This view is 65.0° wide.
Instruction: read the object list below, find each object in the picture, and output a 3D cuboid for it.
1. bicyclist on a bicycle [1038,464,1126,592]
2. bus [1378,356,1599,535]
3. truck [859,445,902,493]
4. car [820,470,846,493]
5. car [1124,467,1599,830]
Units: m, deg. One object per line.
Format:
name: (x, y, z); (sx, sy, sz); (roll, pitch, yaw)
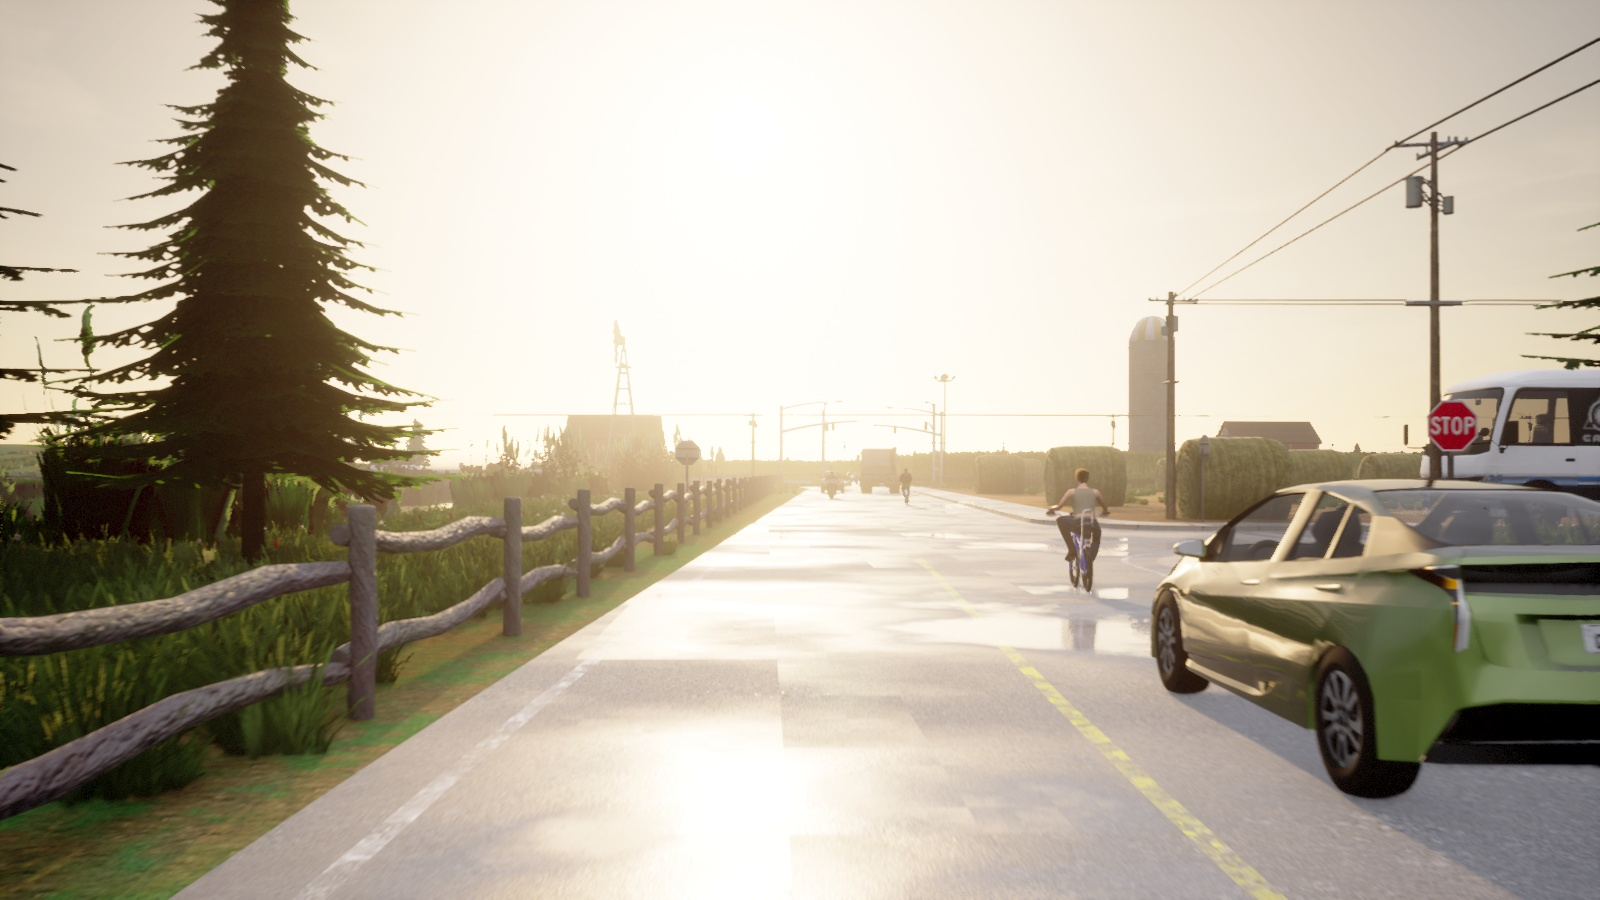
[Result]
bicyclist on a bicycle: (3.719, 1.018, 16.693); (0.866, 1.612, 1.509); (0, -2, 2)
bus: (20.753, -0.068, 31.921); (10.273, 4.253, 3.944); (0, -1, -1)
truck: (5.966, 1.423, 94.100); (2.891, 3.462, 7.936); (0, -1, 2)
car: (2.415, 2.285, 92.228); (1.851, 1.617, 3.988); (0, -1, 2)
car: (3.516, 0.870, 7.541); (2.007, 1.525, 4.514); (0, -1, 1)
